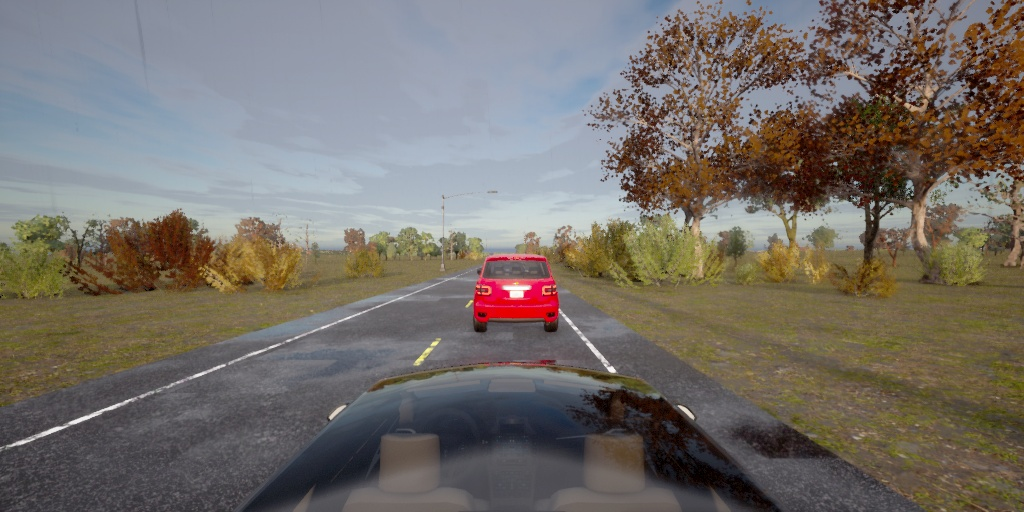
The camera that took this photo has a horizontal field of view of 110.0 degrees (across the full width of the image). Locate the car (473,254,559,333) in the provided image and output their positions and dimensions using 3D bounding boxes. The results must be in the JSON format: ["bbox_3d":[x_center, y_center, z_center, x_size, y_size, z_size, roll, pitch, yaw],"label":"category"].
[{"bbox_3d":[0.083,0.968,10.925,2.150,2.045,5.566,0,0,-1],"label":"car"}]

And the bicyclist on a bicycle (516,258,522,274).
[{"bbox_3d":[0.803,1.106,40.117,0.659,1.776,1.843,0,0,0],"label":"bicyclist on a bicycle"}]

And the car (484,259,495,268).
[{"bbox_3d":[-3.971,1.257,63.948,1.812,1.442,4.674,0,0,0],"label":"car"}]

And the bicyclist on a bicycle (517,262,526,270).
[{"bbox_3d":[0.874,1.110,30.104,0.659,1.776,1.843,0,0,0],"label":"bicyclist on a bicycle"}]
